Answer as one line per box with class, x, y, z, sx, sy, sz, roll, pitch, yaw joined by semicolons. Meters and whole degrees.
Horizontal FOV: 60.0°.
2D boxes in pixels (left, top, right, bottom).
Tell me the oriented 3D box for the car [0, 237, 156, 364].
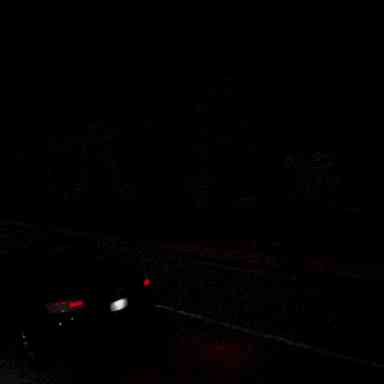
car;-2.656;1.518;5.865;4.181;1.385;1.994;1;1;36
